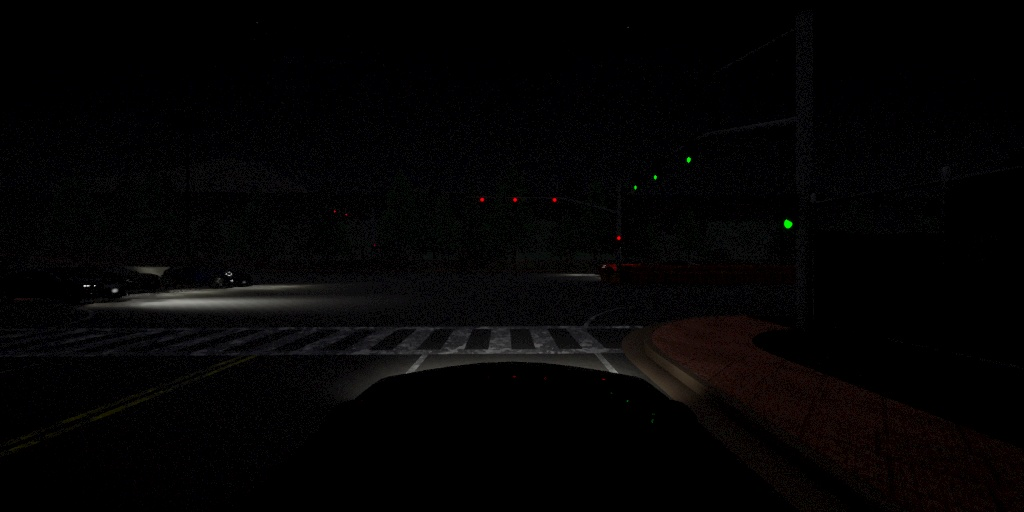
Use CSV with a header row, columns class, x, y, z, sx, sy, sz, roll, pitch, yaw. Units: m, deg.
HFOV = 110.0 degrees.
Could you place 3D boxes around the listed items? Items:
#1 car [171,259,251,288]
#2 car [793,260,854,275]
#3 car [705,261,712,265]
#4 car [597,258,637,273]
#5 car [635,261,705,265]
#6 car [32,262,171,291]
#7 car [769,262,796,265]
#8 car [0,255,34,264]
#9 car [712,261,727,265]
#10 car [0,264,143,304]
class,x,y,z,sx,sy,sz,roll,pitch,yaw
car,-19.468,1.101,22.983,4.553,1.767,2.097,0,0,-2
car,33.649,1.239,38.835,4.902,1.511,2.128,0,0,-2
car,16.352,1.276,34.802,4.674,1.442,1.812,0,0,-2
car,11.419,1.102,38.151,4.553,1.767,2.097,0,0,-2
car,13.708,1.255,31.219,4.892,1.490,1.837,0,0,-2
car,-22.054,1.226,19.401,5.008,1.535,1.882,0,0,-2
car,23.897,1.351,31.536,4.718,1.301,1.895,0,0,-2
car,-32.406,0.944,22.581,5.566,2.045,2.150,1,0,-2
car,20.535,1.255,38.436,4.892,1.490,1.837,0,0,-2
car,-19.725,1.241,15.672,4.902,1.511,2.128,0,0,2
